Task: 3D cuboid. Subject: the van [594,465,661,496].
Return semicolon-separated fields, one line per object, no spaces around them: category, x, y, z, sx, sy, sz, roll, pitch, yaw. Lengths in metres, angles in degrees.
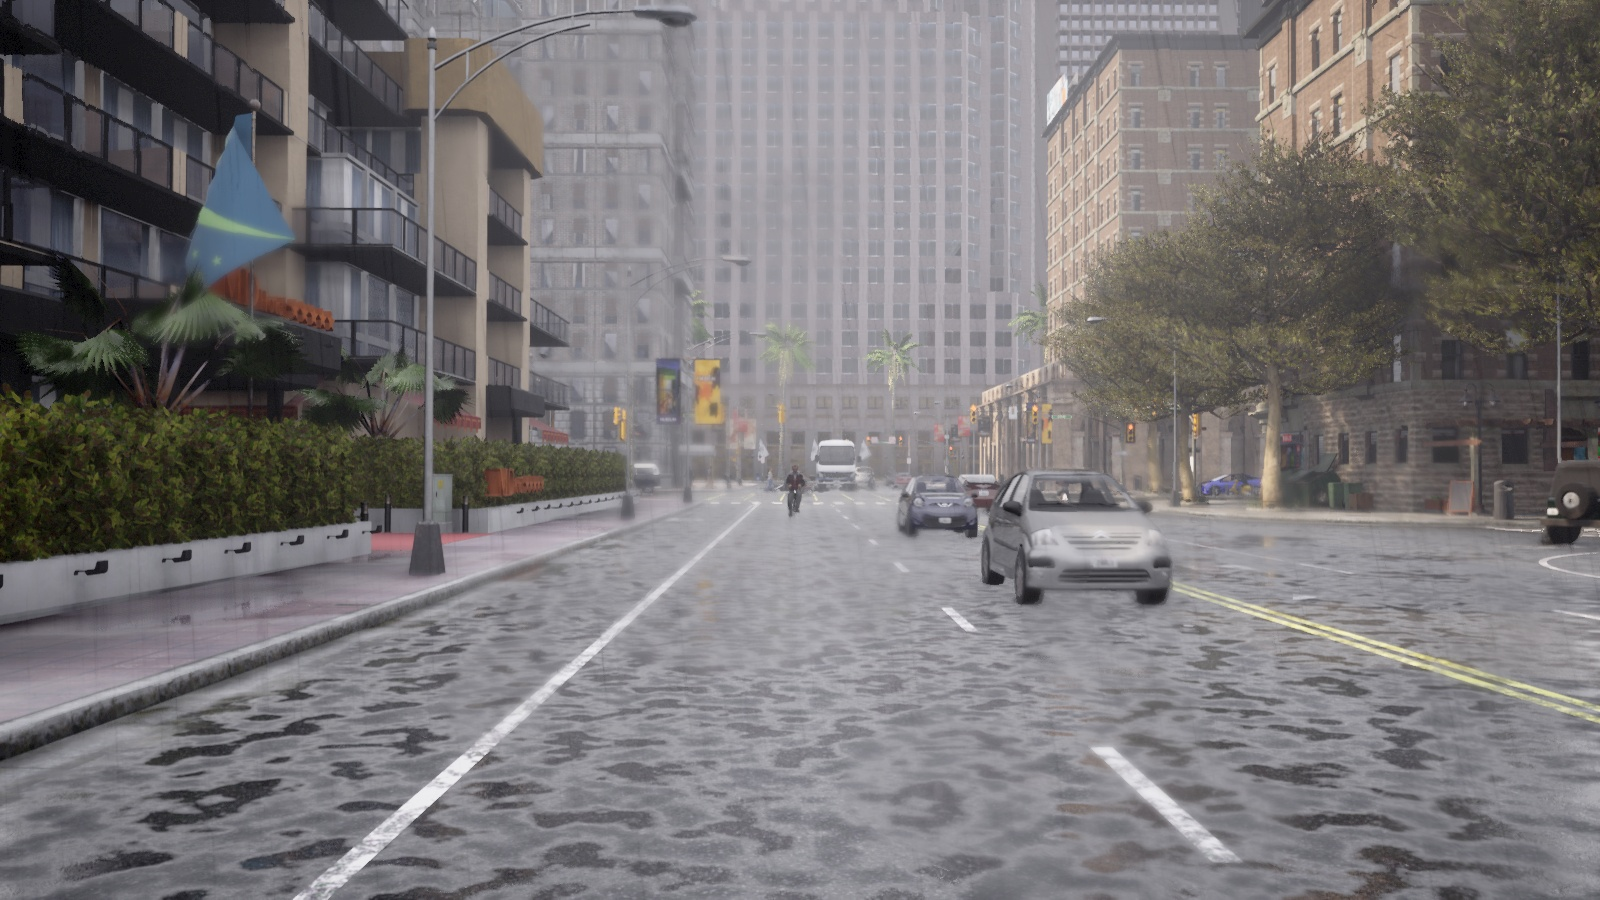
van;-11.748;2.039;85.497;4.480;2.038;2.069;0;-1;-9

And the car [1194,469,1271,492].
car;29.325;2.094;85.222;4.514;1.525;2.007;0;-1;1

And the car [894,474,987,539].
car;3.385;1.340;30.877;1.845;1.501;3.633;0;-1;0

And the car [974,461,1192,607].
car;3.439;0.972;16.021;1.851;1.617;3.988;0;-1;0

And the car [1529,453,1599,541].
car;18.574;1.013;28.021;3.866;1.878;1.905;0;-1;-20

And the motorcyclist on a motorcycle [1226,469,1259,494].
motorcyclist on a motorcycle;28.779;2.043;81.705;1.817;1.590;0.866;0;-1;1

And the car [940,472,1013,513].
car;6.819;1.621;48.996;2.163;1.488;4.792;0;-1;0
